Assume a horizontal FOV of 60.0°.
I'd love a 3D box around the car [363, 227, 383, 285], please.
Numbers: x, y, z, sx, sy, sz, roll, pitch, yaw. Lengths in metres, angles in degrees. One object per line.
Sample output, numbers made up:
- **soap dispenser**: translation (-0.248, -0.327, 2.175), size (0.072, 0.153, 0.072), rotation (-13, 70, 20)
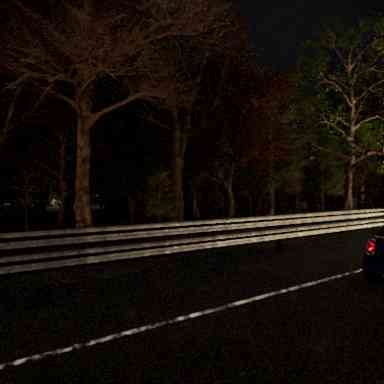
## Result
- **car**: translation (6.265, 1.334, 8.255), size (4.553, 1.767, 2.097), rotation (0, 0, -36)
